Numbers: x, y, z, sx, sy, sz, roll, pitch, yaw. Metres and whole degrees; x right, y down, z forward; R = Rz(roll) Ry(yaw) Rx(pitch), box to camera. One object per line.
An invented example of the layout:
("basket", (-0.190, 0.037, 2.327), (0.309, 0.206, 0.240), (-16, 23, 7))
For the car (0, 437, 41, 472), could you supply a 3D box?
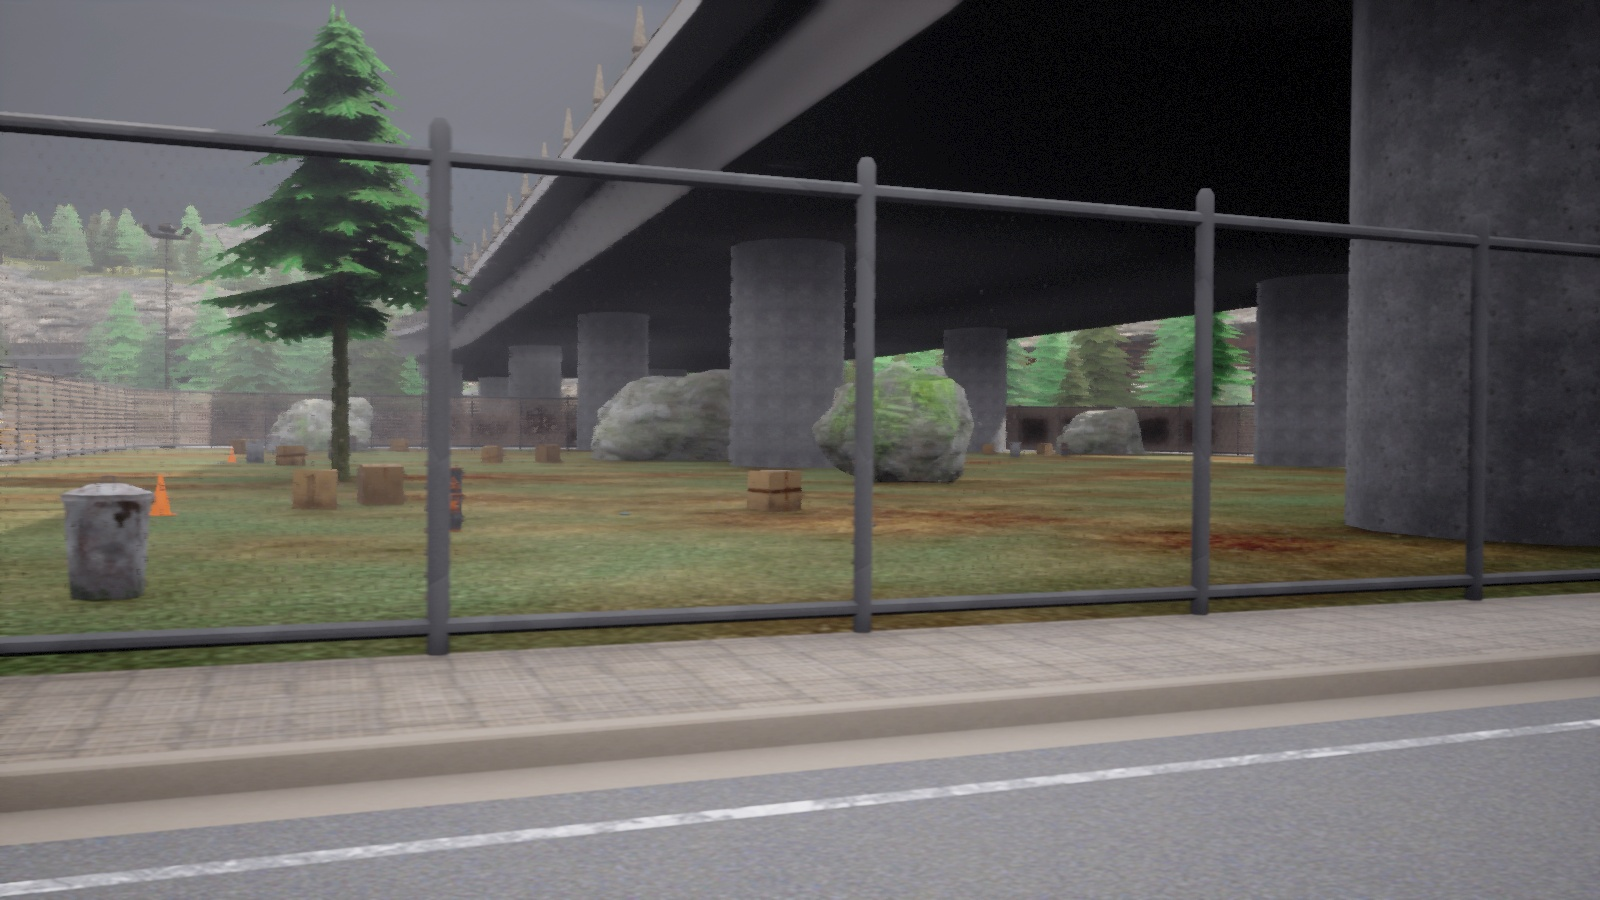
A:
("car", (-37.052, 0.190, 58.602), (1.882, 1.535, 5.008), (-1, 1, -21))
